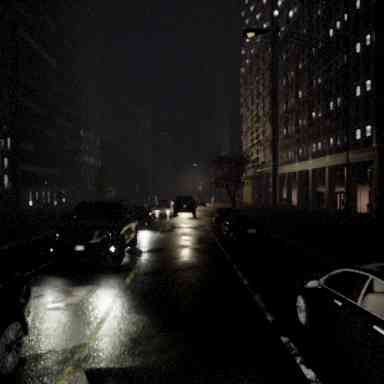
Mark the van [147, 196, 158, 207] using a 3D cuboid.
[{"bbox_3d":[-7.137,1.695,60.200,1.690,1.788,3.998,-1,0,-1],"label":"van"}]

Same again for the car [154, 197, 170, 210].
[{"bbox_3d":[-4.150,1.795,48.832,1.812,1.442,4.674,0,0,-1],"label":"car"}]

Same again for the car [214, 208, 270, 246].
[{"bbox_3d":[2.351,1.612,15.419,1.947,1.339,4.313,-1,0,-1],"label":"car"}]

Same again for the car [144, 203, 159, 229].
[{"bbox_3d":[-3.595,1.693,22.589,1.994,1.385,4.181,0,0,-2],"label":"car"}]

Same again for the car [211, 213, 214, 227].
[{"bbox_3d":[2.213,1.638,21.043,1.947,1.339,4.313,-2,0,-1],"label":"car"}]

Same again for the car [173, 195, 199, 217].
[{"bbox_3d":[-0.707,1.376,32.812,2.150,2.045,5.566,0,0,-1],"label":"car"}]

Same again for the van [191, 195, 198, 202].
[{"bbox_3d":[0.549,1.796,88.524,1.690,1.788,3.998,-2,0,-1],"label":"van"}]

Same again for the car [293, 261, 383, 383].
[{"bbox_3d":[2.627,1.547,4.172,2.008,1.369,4.403,-1,0,-1],"label":"car"}]

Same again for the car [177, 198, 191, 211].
[{"bbox_3d":[-1.063,1.706,46.865,1.882,1.535,5.008,0,0,-1],"label":"car"}]

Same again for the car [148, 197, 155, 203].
[{"bbox_3d":[-6.852,1.814,48.784,1.752,1.417,4.829,-1,0,-1],"label":"car"}]

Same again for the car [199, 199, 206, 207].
[{"bbox_3d":[1.385,1.833,54.783,1.802,1.307,4.206,-2,0,-1],"label":"car"}]

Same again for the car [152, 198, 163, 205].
[{"bbox_3d":[-7.408,1.965,71.446,1.887,1.381,4.507,-1,0,-1],"label":"car"}]

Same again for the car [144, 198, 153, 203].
[{"bbox_3d":[-6.717,1.809,43.330,2.008,1.369,4.403,-1,0,-1],"label":"car"}]

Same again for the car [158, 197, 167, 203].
[{"bbox_3d":[-7.822,2.076,88.316,2.008,1.369,4.403,-2,0,-1],"label":"car"}]

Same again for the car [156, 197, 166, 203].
[{"bbox_3d":[-7.683,2.041,82.693,2.008,1.369,4.403,-2,0,-1],"label":"car"}]

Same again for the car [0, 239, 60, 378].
[{"bbox_3d":[-3.118,1.530,2.741,2.128,1.511,4.902,0,0,-1],"label":"car"}]

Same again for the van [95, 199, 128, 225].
[{"bbox_3d":[-6.308,1.512,26.461,1.690,1.788,3.998,-1,0,-1],"label":"van"}]

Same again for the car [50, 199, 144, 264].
[{"bbox_3d":[-3.363,1.304,12.541,2.150,2.045,5.566,0,0,-1],"label":"car"}]
